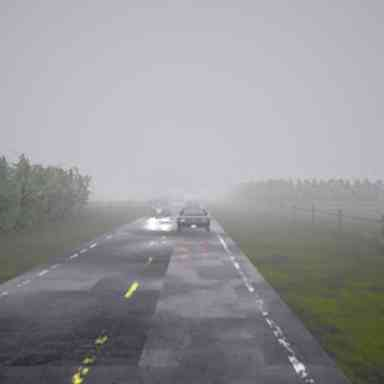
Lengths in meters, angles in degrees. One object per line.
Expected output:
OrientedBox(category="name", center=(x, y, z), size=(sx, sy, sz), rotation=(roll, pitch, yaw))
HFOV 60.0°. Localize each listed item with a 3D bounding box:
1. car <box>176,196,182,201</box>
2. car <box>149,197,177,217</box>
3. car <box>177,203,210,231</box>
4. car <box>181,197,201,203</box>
OrientedBox(category="car", center=(-2.780, 1.451, 71.191), size=(1.994, 1.385, 4.181), rotation=(0, 0, 0))
OrientedBox(category="car", center=(-2.859, 1.484, 31.187), size=(2.128, 1.511, 4.902), rotation=(0, 0, 0))
OrientedBox(category="car", center=(0.084, 1.596, 20.573), size=(1.895, 1.301, 4.718), rotation=(0, 0, 0))
OrientedBox(category="car", center=(0.080, 1.530, 41.291), size=(2.033, 1.411, 5.357), rotation=(0, 0, 0))
